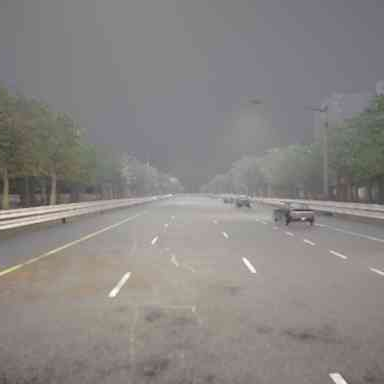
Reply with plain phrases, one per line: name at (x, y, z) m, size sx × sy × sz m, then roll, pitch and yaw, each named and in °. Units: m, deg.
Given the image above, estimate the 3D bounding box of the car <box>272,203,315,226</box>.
car at (7.012, 1.502, 23.348) m, size 2.128 × 1.511 × 4.902 m, roll 0°, pitch 0°, yaw 0°

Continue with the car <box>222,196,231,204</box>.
car at (7.064, 1.548, 65.299) m, size 2.128 × 1.511 × 4.902 m, roll 0°, pitch 0°, yaw 0°

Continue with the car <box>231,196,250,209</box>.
car at (7.025, 1.578, 47.079) m, size 1.837 × 1.490 × 4.892 m, roll 0°, pitch 0°, yaw 0°
